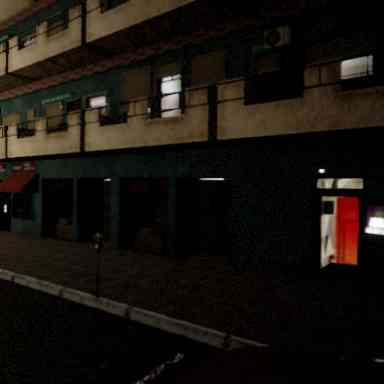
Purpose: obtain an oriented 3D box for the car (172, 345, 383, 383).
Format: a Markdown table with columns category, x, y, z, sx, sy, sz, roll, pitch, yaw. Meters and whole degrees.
| category | x | y | z | sx | sy | sz | roll | pitch | yaw |
| --- | --- | --- | --- | --- | --- | --- | --- | --- | --- |
| car | 1.639 | 1.584 | 1.693 | 4.206 | 1.307 | 1.802 | 0 | 1 | 36 |
